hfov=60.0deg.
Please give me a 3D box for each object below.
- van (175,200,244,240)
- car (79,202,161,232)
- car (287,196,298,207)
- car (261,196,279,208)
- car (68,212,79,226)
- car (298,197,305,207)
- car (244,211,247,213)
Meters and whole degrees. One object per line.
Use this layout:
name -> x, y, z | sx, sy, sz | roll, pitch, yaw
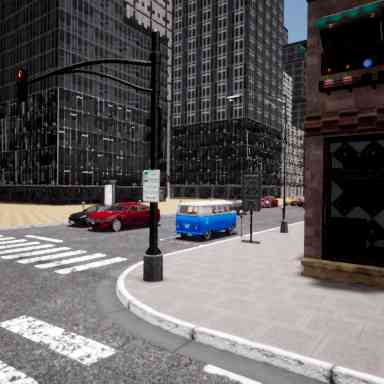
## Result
van -> 0.844, 1.368, 17.027 | 1.690, 1.788, 3.998 | 1, 1, 35
car -> -3.993, 1.418, 20.215 | 1.882, 1.535, 5.008 | 1, 1, 34
car -> 15.749, 1.486, 47.737 | 1.895, 1.301, 4.718 | 1, 1, 36
car -> 10.086, 1.293, 44.415 | 1.967, 1.590, 4.097 | 1, 1, 35
car -> -5.980, 1.467, 21.897 | 1.947, 1.339, 4.313 | 1, 1, 35
car -> 15.626, 1.429, 42.313 | 2.128, 1.511, 4.902 | 1, 1, 36
car -> 3.261, 1.463, 30.391 | 2.033, 1.411, 5.357 | 1, 1, 36
